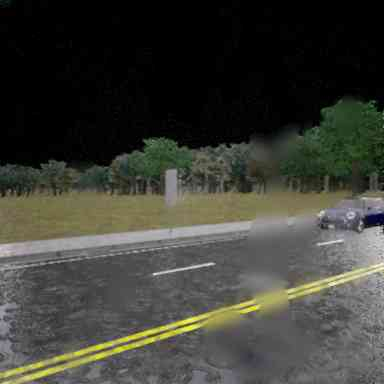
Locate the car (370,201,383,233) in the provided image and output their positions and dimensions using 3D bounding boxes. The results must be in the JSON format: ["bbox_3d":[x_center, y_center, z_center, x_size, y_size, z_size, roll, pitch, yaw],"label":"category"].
[{"bbox_3d":[10.508,1.245,15.059,4.902,1.511,2.128,-1,1,-35],"label":"car"}]

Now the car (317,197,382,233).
[{"bbox_3d":[8.736,1.099,17.786,4.553,1.767,2.097,-1,1,-36],"label":"car"}]
